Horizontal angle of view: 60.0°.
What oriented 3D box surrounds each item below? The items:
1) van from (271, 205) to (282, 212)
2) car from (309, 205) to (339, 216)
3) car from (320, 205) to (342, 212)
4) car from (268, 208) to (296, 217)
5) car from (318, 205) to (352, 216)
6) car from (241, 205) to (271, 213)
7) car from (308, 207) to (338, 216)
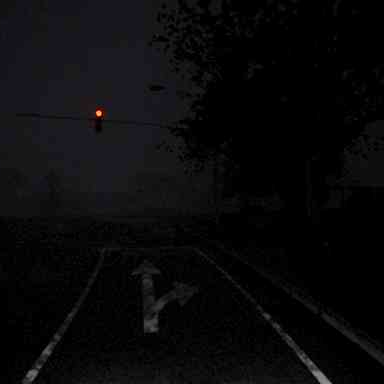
[{"bbox_3d":[14.024,3.527,61.371,1.878,1.987,4.442,4,-8,-36],"label":"van"},{"bbox_3d":[23.486,3.270,59.046,4.553,1.767,2.097,1,-5,-16],"label":"car"},{"bbox_3d":[24.288,3.210,56.158,4.181,1.385,1.994,1,-5,-16],"label":"car"},{"bbox_3d":[16.799,3.829,62.297,2.163,1.488,4.792,3,-7,-36],"label":"car"},{"bbox_3d":[28.240,3.700,65.680,2.435,2.045,5.566,3,-7,-36],"label":"car"},{"bbox_3d":[11.207,3.707,60.455,1.946,1.575,5.366,4,-8,-36],"label":"car"},{"bbox_3d":[25.405,3.908,64.801,2.097,1.535,5.008,4,-8,-36],"label":"car"}]
